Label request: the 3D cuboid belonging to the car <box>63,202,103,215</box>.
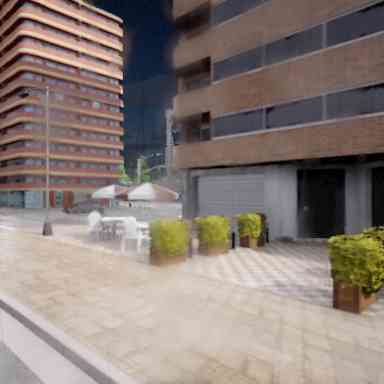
[{"bbox_3d":[-11.758,1.753,36.028,1.994,1.385,4.181,0,0,45],"label":"car"}]
